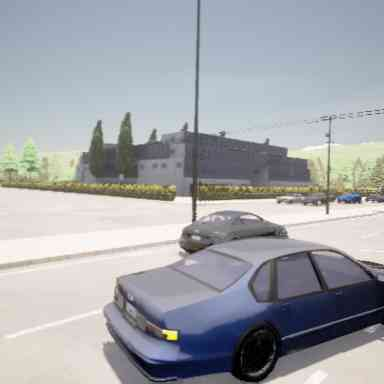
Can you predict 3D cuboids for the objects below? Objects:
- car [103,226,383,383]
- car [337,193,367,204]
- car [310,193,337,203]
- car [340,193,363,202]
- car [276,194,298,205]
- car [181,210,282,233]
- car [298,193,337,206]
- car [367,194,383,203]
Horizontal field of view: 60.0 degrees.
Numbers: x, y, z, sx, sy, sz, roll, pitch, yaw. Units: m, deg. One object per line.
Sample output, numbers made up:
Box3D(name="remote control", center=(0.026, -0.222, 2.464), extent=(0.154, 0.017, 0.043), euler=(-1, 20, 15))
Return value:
Box3D(name="car", center=(1.448, 1.448, 5.188), extent=(5.357, 1.411, 2.033), euler=(0, 1, -31))
Box3D(name="car", center=(22.227, 0.881, 46.790), extent=(5.008, 1.535, 1.882), euler=(0, 2, -43))
Box3D(name="car", center=(19.390, 0.891, 48.939), extent=(4.718, 1.301, 1.895), euler=(0, 2, -43))
Box3D(name="car", center=(26.677, 0.863, 55.644), extent=(4.181, 1.385, 1.994), euler=(0, 2, -43))
Box3D(name="car", center=(12.847, 0.884, 42.916), extent=(4.718, 1.301, 1.895), euler=(0, 2, -43))
Box3D(name="car", center=(1.543, 1.326, 11.262), extent=(1.994, 1.385, 4.181), euler=(3, 2, 45))
Box3D(name="car", center=(15.268, 0.901, 40.385), extent=(4.892, 1.490, 1.837), euler=(0, 2, -43))
Box3D(name="car", center=(29.632, 0.976, 53.610), extent=(4.181, 1.385, 1.994), euler=(0, 2, -43))
